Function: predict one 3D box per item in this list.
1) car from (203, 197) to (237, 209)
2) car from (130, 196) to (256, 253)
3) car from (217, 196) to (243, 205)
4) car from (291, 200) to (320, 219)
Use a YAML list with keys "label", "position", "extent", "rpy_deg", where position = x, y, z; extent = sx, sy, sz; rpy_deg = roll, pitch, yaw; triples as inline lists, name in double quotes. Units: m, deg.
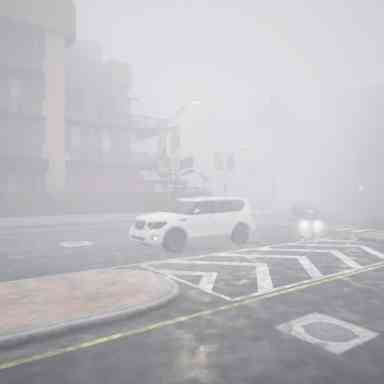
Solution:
- label: "car"
  position: [3.796, 1.478, 46.138]
  extent: [1.882, 1.535, 5.008]
  rpy_deg: [0, 0, -35]
- label: "car"
  position: [0.214, 1.222, 13.978]
  extent: [5.566, 2.045, 2.150]
  rpy_deg: [0, 0, -36]
- label: "car"
  position: [6.877, 1.505, 60.410]
  extent: [1.837, 1.490, 4.892]
  rpy_deg: [0, 0, -35]
- label: "car"
  position: [9.980, 1.491, 29.528]
  extent: [2.128, 1.511, 4.902]
  rpy_deg: [0, 0, 8]
